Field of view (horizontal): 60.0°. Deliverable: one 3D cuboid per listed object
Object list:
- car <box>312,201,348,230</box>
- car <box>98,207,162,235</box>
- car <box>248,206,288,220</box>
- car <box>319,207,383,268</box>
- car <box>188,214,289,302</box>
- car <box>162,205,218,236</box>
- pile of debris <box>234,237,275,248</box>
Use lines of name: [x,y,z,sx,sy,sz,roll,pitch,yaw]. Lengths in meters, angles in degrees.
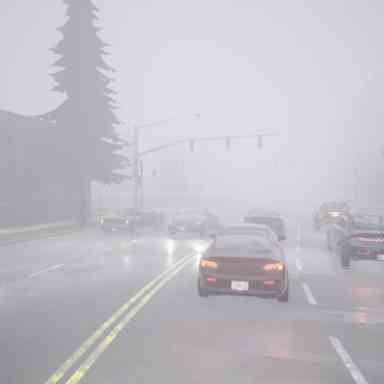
car: [8.510,1.294,20.273,2.097,1.767,4.553,0,0,17]
car: [-3.215,1.549,18.665,1.895,1.301,4.718,0,0,18]
car: [3.827,1.429,17.115,1.882,1.535,5.008,0,0,18]
car: [5.614,1.460,10.899,2.128,1.511,4.902,0,0,16]
car: [1.322,1.502,8.199,1.812,1.442,4.674,0,0,12]
car: [0.255,1.475,18.018,1.812,1.442,4.674,0,0,18]
pile of debris: [2.728,2.135,14.288,1.500,0.140,1.860,0,0,18]
